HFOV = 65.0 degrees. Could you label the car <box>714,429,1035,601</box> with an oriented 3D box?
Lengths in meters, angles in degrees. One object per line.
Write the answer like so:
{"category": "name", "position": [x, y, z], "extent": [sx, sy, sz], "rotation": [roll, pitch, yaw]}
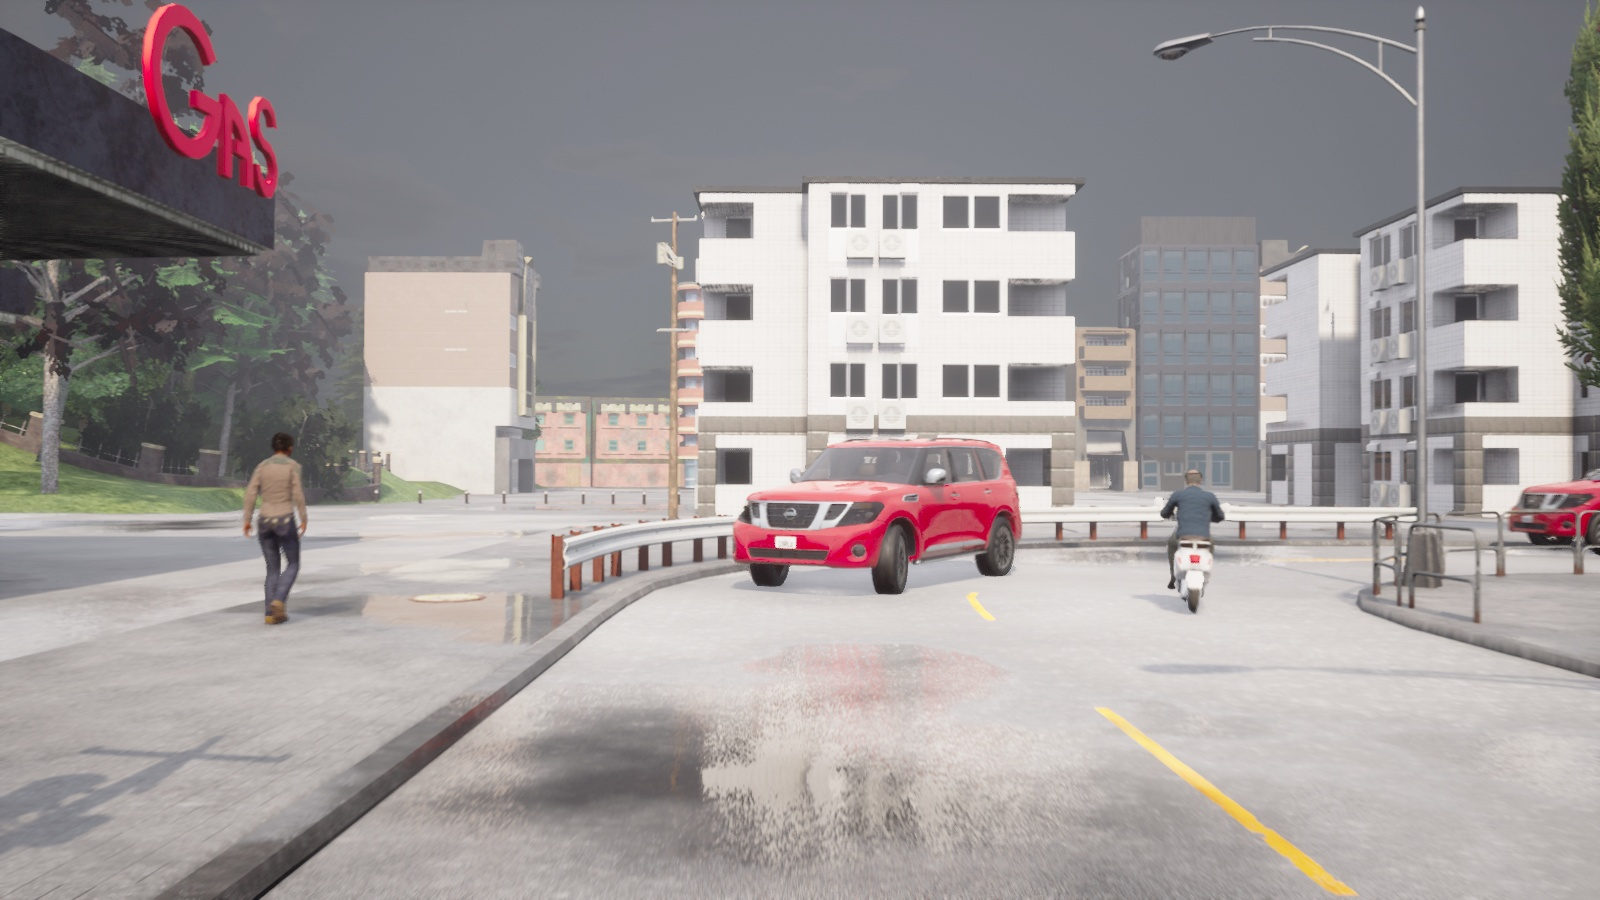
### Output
{"category": "car", "position": [1.291, 0.819, 17.898], "extent": [2.150, 2.045, 5.566], "rotation": [-1, -1, 32]}

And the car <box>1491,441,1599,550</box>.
{"category": "car", "position": [17.001, 0.865, 24.748], "extent": [5.566, 2.045, 2.150], "rotation": [0, -1, 0]}

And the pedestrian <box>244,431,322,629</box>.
{"category": "pedestrian", "position": [-4.895, 0.736, 11.924], "extent": [0.328, 1.805, 0.869], "rotation": [0, -1, 4]}

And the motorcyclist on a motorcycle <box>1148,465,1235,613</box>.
{"category": "motorcyclist on a motorcycle", "position": [4.540, 0.987, 14.661], "extent": [0.866, 1.590, 1.817], "rotation": [1, -1, 15]}
